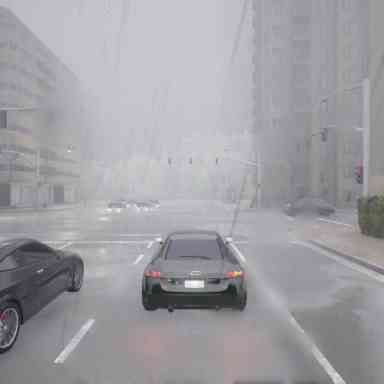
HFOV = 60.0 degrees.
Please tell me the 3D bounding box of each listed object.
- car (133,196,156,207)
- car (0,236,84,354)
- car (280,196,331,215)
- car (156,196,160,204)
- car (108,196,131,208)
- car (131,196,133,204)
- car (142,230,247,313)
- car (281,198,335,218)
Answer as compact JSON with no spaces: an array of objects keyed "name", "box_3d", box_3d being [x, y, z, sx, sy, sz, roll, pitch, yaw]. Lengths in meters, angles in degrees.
[{"name":"car","box_3d":[-7.168,1.547,50.757,2.033,1.411,5.357,0,0,0]},{"name":"car","box_3d":[-3.460,1.526,5.956,1.812,1.442,4.674,0,0,0]},{"name":"car","box_3d":[11.563,1.352,34.025,4.553,1.767,2.097,0,0,3]},{"name":"car","box_3d":[-7.160,1.503,62.840,1.837,1.490,4.892,0,0,0]},{"name":"car","box_3d":[-10.674,1.547,48.227,2.033,1.411,5.357,0,0,0]},{"name":"car","box_3d":[-10.671,1.506,61.036,1.837,1.490,4.892,0,0,0]},{"name":"car","box_3d":[0.050,1.564,7.758,1.994,1.385,4.181,0,0,0]},{"name":"car","box_3d":[10.493,1.526,30.134,4.674,1.442,1.812,0,0,-2]}]
